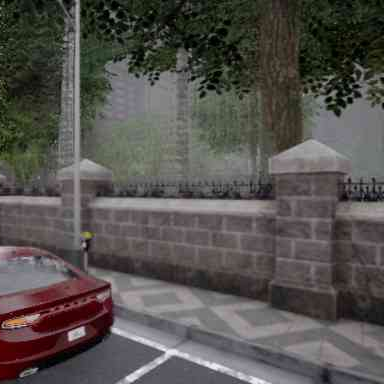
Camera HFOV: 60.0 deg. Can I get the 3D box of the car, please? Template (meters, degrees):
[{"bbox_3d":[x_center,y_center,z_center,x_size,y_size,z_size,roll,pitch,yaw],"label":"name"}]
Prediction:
[{"bbox_3d":[-3.182,1.533,5.233,4.507,1.381,1.887,0,0,35],"label":"car"}]
